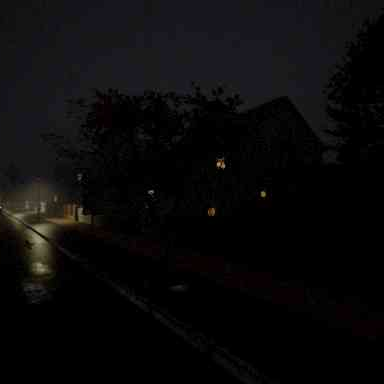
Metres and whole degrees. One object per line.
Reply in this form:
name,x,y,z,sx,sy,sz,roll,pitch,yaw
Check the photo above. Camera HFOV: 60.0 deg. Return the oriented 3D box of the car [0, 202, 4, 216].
car,-25.111,2.244,42.294,1.837,1.490,4.892,0,-1,-32
